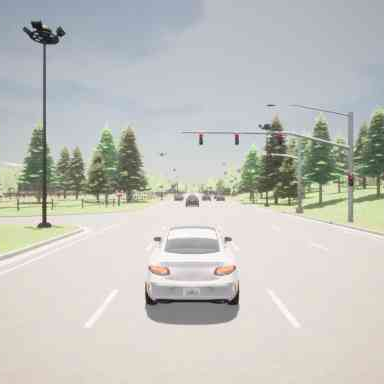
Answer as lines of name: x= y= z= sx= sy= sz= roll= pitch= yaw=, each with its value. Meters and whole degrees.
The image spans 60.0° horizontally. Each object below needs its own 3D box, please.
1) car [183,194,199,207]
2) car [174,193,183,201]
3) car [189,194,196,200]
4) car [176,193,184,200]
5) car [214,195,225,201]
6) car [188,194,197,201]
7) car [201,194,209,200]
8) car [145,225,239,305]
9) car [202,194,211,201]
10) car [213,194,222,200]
car: x=0.068 y=1.352 z=51.829 sx=2.097 sy=1.767 sz=4.553 roll=0 pitch=0 yaw=0
car: x=-3.392 y=1.544 z=82.860 sx=1.994 sy=1.385 sz=4.181 roll=0 pitch=0 yaw=0
car: x=0.121 y=1.332 z=92.892 sx=1.837 sy=1.490 sz=4.892 roll=0 pitch=0 yaw=0
car: x=-3.379 y=1.187 z=92.866 sx=2.097 sy=1.767 sz=4.553 roll=0 pitch=0 yaw=0
car: x=7.108 y=1.517 z=82.463 sx=2.128 sy=1.511 sz=4.902 roll=0 pitch=0 yaw=0
car: x=0.108 y=1.348 z=82.858 sx=2.097 sy=1.767 sz=4.553 roll=0 pitch=0 yaw=0
car: x=3.621 y=1.372 z=92.887 sx=2.033 sy=1.411 sz=5.357 roll=0 pitch=0 yaw=0
car: x=0.017 y=1.526 z=7.956 sx=1.812 sy=1.442 sz=4.674 roll=0 pitch=0 yaw=0
car: x=3.608 y=1.348 z=82.854 sx=2.097 sy=1.767 sz=4.553 roll=0 pitch=0 yaw=0
car: x=7.121 y=1.385 z=92.883 sx=1.994 sy=1.385 sz=4.181 roll=0 pitch=0 yaw=0
